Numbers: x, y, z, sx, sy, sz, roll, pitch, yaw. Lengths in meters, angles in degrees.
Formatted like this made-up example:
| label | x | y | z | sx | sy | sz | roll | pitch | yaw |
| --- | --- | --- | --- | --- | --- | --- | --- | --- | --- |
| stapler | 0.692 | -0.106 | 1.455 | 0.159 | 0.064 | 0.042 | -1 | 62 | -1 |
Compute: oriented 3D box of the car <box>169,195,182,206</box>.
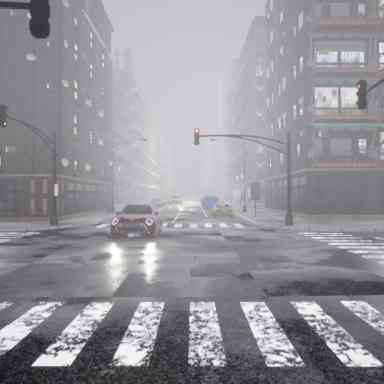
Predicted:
| label | x | y | z | sx | sy | sz | roll | pitch | yaw |
| --- | --- | --- | --- | --- | --- | --- | --- | --- | --- |
| car | -2.750 | 1.320 | 56.072 | 2.097 | 1.767 | 4.553 | 0 | 0 | 0 |

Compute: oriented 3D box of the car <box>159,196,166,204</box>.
| label | x | y | z | sx | sy | sz | roll | pitch | yaw |
| --- | --- | --- | --- | --- | --- | --- | --- | --- | --- |
| car | -5.307 | 1.613 | 49.638 | 1.802 | 1.307 | 4.206 | 1 | 0 | 0 |

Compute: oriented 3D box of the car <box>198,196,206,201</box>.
| label | x | y | z | sx | sy | sz | roll | pitch | yaw |
| --- | --- | --- | --- | --- | --- | --- | --- | --- | --- |
| car | 2.572 | 1.627 | 83.634 | 1.887 | 1.381 | 4.507 | 1 | 0 | 0 |

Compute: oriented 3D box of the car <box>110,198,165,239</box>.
| label | x | y | z | sx | sy | sz | roll | pitch | yaw |
| --- | --- | --- | --- | --- | --- | --- | --- | --- | --- |
| car | -2.750 | 1.355 | 17.211 | 2.097 | 1.767 | 4.553 | 0 | 0 | 0 |

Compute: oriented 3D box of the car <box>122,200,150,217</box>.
| label | x | y | z | sx | sy | sz | roll | pitch | yaw |
| --- | --- | --- | --- | --- | --- | --- | --- | --- | --- |
| car | -5.436 | 1.565 | 32.665 | 2.008 | 1.369 | 4.403 | 1 | 0 | 0 |

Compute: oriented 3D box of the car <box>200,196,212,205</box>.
| label | x | y | z | sx | sy | sz | roll | pitch | yaw |
| --- | --- | --- | --- | --- | --- | --- | --- | --- | --- |
| car | 2.574 | 1.485 | 61.009 | 1.967 | 1.590 | 4.097 | 1 | 0 | 0 |

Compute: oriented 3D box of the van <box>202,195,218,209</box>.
| label | x | y | z | sx | sy | sz | roll | pitch | yaw |
| --- | --- | --- | --- | --- | --- | --- | --- | --- | --- |
| van | 2.608 | 1.366 | 44.044 | 1.690 | 1.788 | 3.998 | 1 | 0 | 0 |

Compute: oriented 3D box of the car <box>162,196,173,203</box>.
| label | x | y | z | sx | sy | sz | roll | pitch | yaw |
| --- | --- | --- | --- | --- | --- | --- | --- | --- | --- |
| car | -5.307 | 1.612 | 72.270 | 2.008 | 1.369 | 4.403 | 1 | 0 | 0 |

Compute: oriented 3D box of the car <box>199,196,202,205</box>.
| label | x | y | z | sx | sy | sz | roll | pitch | yaw |
| --- | --- | --- | --- | --- | --- | --- | --- | --- | --- |
| car | 2.576 | 1.346 | 49.697 | 2.192 | 1.841 | 5.009 | 1 | 0 | 0 |

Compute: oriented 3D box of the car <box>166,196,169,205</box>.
| label | x | y | z | sx | sy | sz | roll | pitch | yaw |
| --- | --- | --- | --- | --- | --- | --- | --- | --- | --- |
| car | -5.307 | 1.563 | 55.126 | 1.752 | 1.417 | 4.829 | 1 | 0 | 0 |

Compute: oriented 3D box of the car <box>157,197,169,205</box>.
| label | x | y | z | sx | sy | sz | roll | pitch | yaw |
| --- | --- | --- | --- | --- | --- | --- | --- | --- | --- |
| car | -5.307 | 1.627 | 60.954 | 1.802 | 1.307 | 4.206 | 1 | 0 | 0 |

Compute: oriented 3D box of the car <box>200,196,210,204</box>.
| label | x | y | z | sx | sy | sz | roll | pitch | yaw |
| --- | --- | --- | --- | --- | --- | --- | --- | --- | --- |
| car | 2.573 | 1.604 | 66.666 | 2.008 | 1.369 | 4.403 | 1 | 0 | 0 |

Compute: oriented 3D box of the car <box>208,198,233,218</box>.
| label | x | y | z | sx | sy | sz | roll | pitch | yaw |
| --- | --- | --- | --- | --- | --- | --- | --- | --- | --- |
| car | 2.704 | 1.537 | 30.210 | 1.752 | 1.417 | 4.829 | 1 | 0 | 0 |
